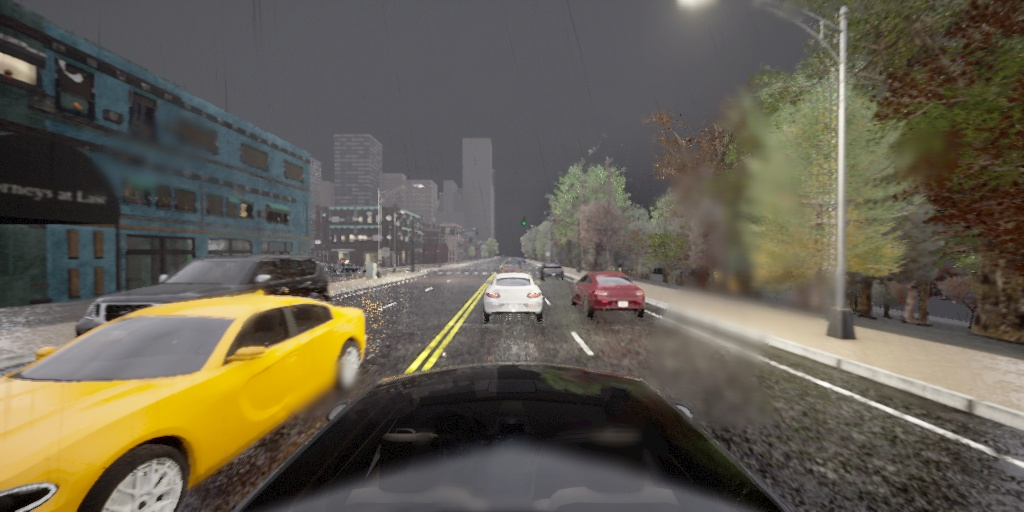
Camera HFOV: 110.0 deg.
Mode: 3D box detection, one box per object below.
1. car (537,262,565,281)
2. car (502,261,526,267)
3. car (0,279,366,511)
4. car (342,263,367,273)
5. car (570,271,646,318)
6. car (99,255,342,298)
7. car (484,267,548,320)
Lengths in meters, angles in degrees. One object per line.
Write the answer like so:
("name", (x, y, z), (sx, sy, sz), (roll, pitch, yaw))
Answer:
("car", (3.163, 1.232, 29.768), (2.128, 1.511, 4.902), (0, 0, 0))
("car", (-0.085, 1.344, 29.510), (1.895, 1.301, 4.718), (0, 0, 0))
("car", (-3.363, 1.229, 3.982), (1.882, 1.535, 5.008), (0, 0, 0))
("car", (-20.246, 1.571, 45.287), (4.313, 1.339, 1.948), (0, 0, 0))
("car", (3.279, 1.271, 12.907), (1.812, 1.442, 4.674), (0, 0, 0))
("car", (-6.640, 0.976, 8.805), (2.150, 2.045, 5.566), (0, 0, 0))
("car", (0.033, 1.273, 12.426), (1.812, 1.442, 4.674), (0, 0, 0))
